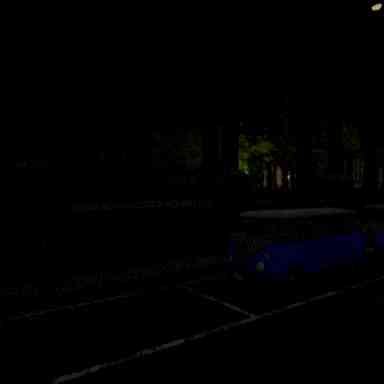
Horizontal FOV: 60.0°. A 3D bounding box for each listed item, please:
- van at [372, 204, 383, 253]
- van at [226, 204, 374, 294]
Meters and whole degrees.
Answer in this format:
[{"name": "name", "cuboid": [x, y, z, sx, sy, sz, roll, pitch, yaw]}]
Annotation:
[{"name": "van", "cuboid": [7.311, 1.291, 11.743, 3.998, 1.788, 1.690, 0, 0, -35]}, {"name": "van", "cuboid": [2.704, 1.314, 8.459, 3.998, 1.788, 1.690, 0, 0, -35]}]
